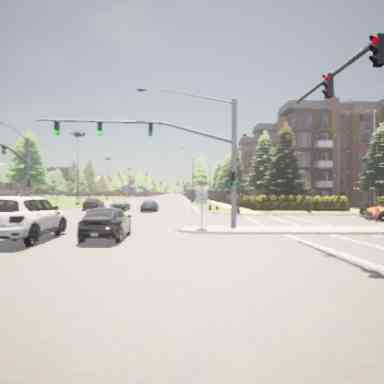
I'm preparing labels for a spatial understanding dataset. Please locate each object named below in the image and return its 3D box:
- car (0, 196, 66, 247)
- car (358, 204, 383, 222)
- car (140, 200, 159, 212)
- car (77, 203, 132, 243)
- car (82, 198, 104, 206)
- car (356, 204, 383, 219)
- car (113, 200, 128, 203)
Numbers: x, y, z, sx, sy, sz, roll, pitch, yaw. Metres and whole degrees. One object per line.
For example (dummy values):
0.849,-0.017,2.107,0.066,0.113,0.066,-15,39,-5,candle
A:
-7.578,1.211,15.115,2.150,2.045,5.566,0,0,-2,car
17.030,1.545,28.101,4.553,1.767,2.097,0,0,-3,car
-5.071,1.639,39.993,1.994,1.385,4.181,0,0,-2,car
-4.117,1.521,16.143,1.837,1.490,4.892,0,0,-2,car
-12.121,1.535,41.081,1.837,1.490,4.892,0,0,-2,car
18.481,1.813,31.672,4.718,1.301,1.895,0,0,-3,car
-8.584,1.653,40.203,1.895,1.301,4.718,0,0,-2,car
